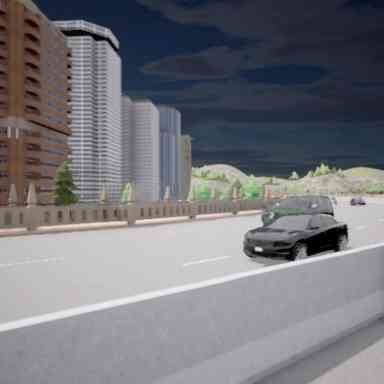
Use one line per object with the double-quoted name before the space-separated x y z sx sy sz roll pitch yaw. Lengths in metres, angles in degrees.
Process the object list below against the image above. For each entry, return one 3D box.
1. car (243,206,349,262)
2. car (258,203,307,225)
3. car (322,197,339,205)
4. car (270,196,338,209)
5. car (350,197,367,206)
"car" 3.881 1.493 11.977 5.008 1.535 1.882 0 0 -43
"car" 6.940 1.600 25.168 1.994 1.385 4.181 0 0 40
"car" 25.664 1.592 61.817 2.033 1.411 5.357 0 0 13
"car" 6.373 1.245 19.240 2.150 2.045 5.566 0 0 43
"car" 27.262 1.576 54.622 2.033 1.411 5.357 0 0 18
